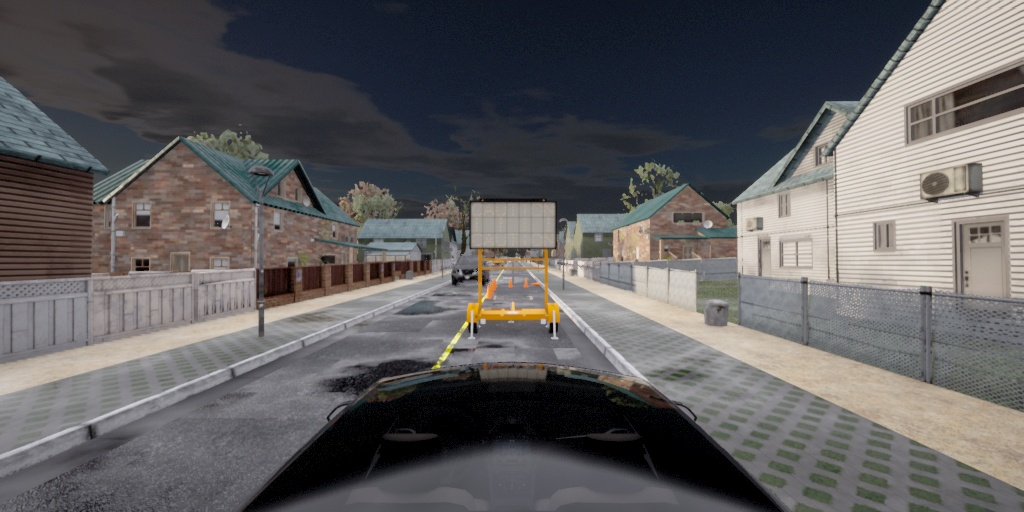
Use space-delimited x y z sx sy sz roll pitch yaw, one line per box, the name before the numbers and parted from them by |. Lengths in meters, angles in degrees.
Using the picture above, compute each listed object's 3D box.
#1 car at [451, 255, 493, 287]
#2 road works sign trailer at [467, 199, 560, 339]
car | -2.768 0.976 25.017 2.150 2.045 5.566 0 0 0
road works sign trailer | 0.032 0.217 10.018 2.380 3.560 2.880 0 0 0
